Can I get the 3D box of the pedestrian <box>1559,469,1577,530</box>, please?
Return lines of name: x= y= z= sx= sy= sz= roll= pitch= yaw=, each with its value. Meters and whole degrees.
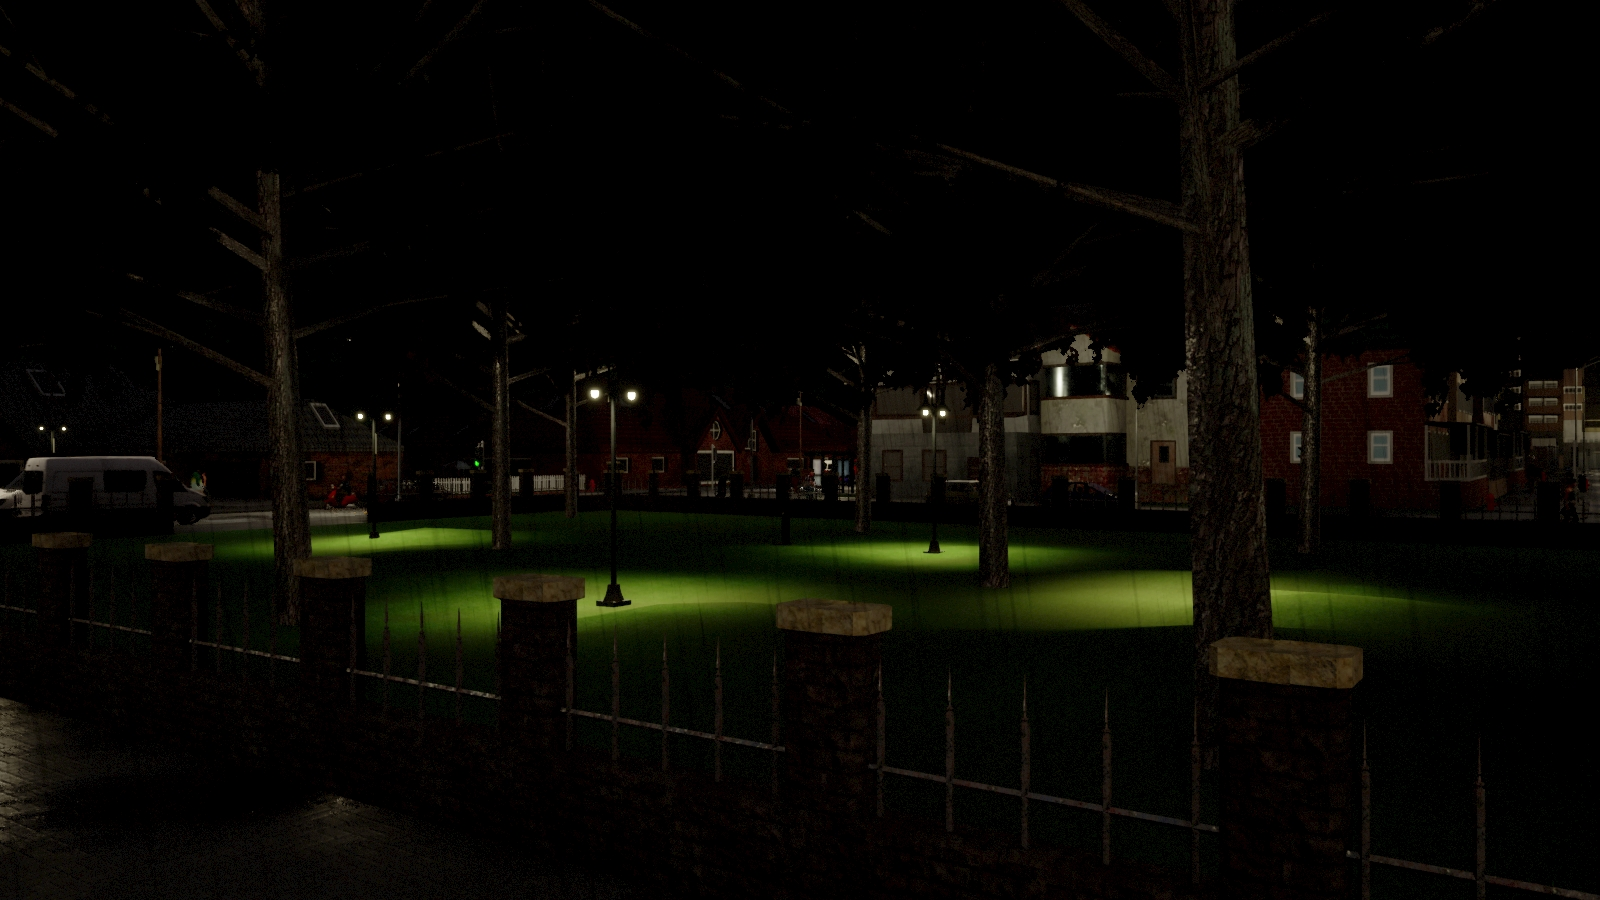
pedestrian: x=23.599 y=1.525 z=35.116 sx=0.375 sy=1.860 sz=0.375 roll=0 pitch=0 yaw=-41

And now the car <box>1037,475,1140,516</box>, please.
car: x=11.752 y=1.818 z=46.570 sx=3.633 sy=1.501 sz=1.845 roll=0 pitch=0 yaw=35

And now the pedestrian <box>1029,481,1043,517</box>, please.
pedestrian: x=8.708 y=1.804 z=42.139 sx=0.375 sy=1.300 sz=0.375 roll=0 pitch=0 yaw=34

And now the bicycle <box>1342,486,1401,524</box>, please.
bicycle: x=20.286 y=1.940 z=40.569 sx=1.835 sy=1.271 sz=0.329 roll=0 pitch=0 yaw=35

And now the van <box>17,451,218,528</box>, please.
van: x=-24.494 y=1.315 z=41.272 sx=1.988 sy=2.561 sz=5.915 roll=0 pitch=0 yaw=36
